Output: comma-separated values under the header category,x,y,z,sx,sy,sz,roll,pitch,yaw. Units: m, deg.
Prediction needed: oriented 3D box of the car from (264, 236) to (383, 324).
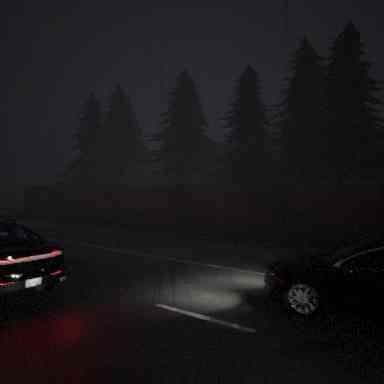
category,x,y,z,sx,sy,sz,roll,pitch,yaw
car,3.660,1.503,5.680,4.892,1.490,1.837,1,0,36

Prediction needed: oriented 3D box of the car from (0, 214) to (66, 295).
category,x,y,z,sx,sy,sz,roll,pitch,yaw
car,-4.844,1.407,7.448,4.902,1.511,2.128,1,0,36
